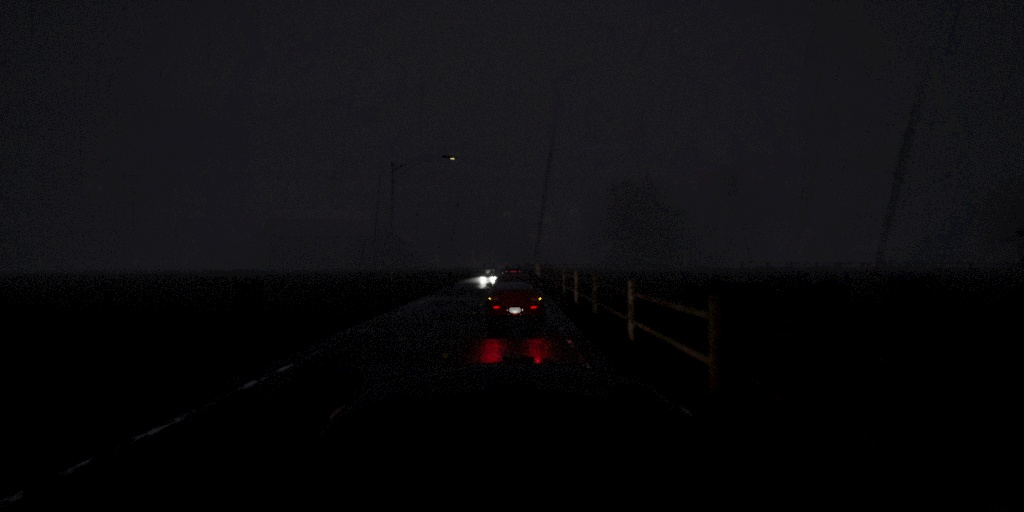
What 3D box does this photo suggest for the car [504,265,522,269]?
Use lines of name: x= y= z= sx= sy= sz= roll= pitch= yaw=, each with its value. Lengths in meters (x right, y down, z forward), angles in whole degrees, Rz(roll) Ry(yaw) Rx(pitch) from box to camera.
car: x=0.109 y=1.490 z=30.887 sx=2.128 sy=1.511 sz=4.902 roll=0 pitch=-1 yaw=0

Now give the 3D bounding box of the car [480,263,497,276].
car: x=-2.734 y=1.610 z=42.819 sx=2.128 sy=1.511 sz=4.902 roll=0 pitch=-1 yaw=0

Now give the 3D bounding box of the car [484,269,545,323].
car: x=0.094 y=1.358 z=12.347 sx=1.812 sy=1.442 sz=4.674 roll=0 pitch=0 yaw=0
